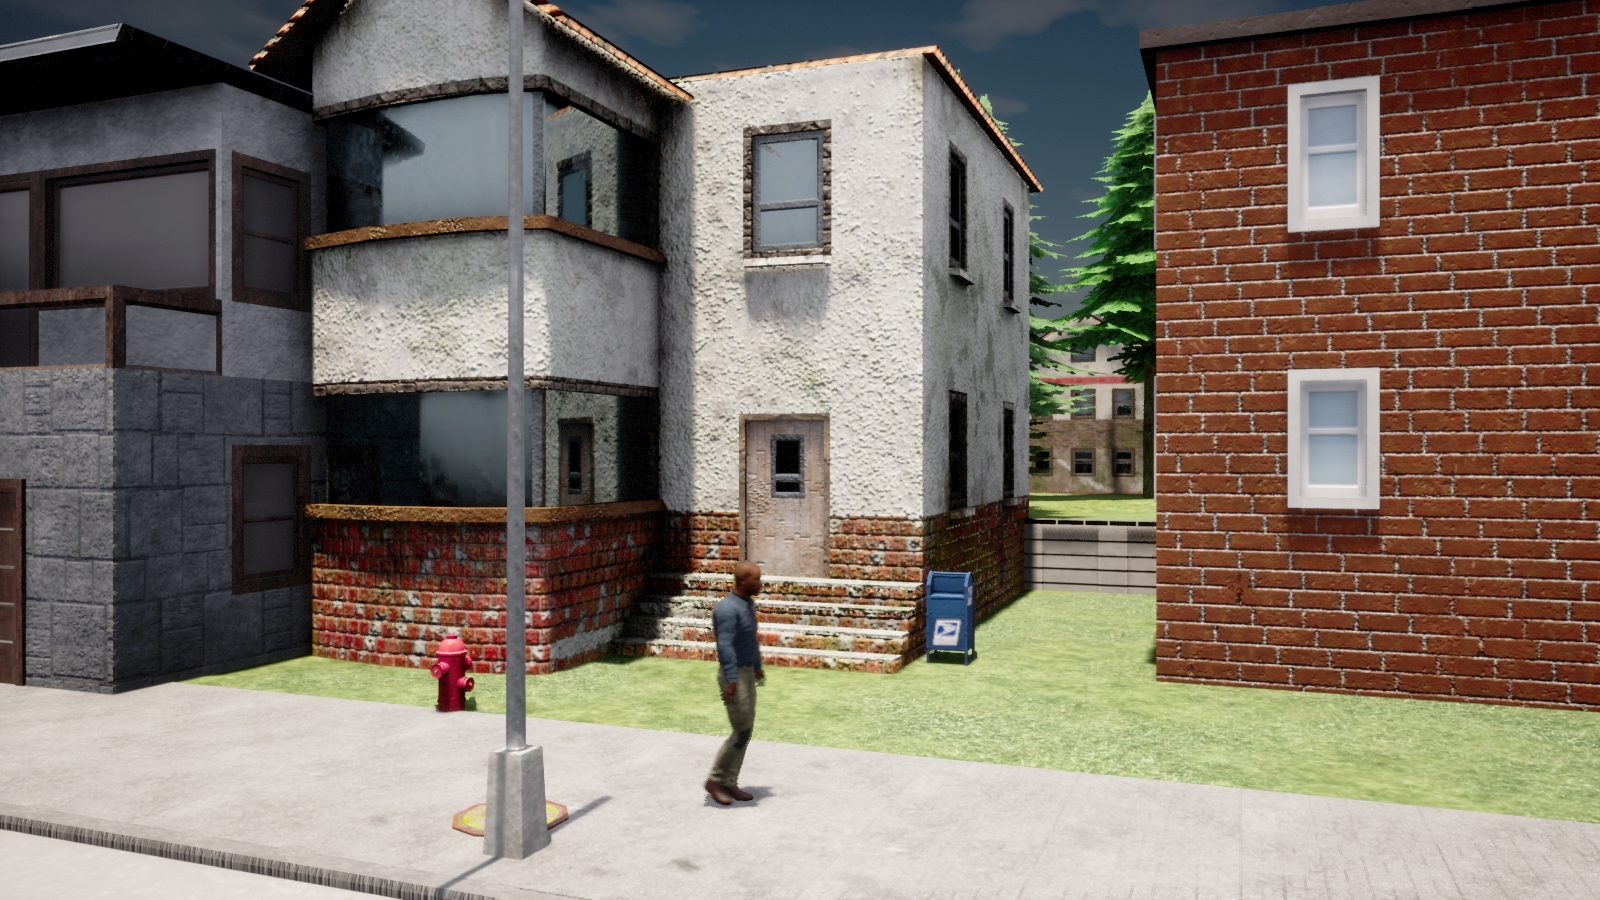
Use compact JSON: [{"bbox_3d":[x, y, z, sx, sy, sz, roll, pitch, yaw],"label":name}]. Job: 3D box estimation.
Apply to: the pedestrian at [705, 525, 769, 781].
[{"bbox_3d":[-0.475,1.516,8.684,0.375,1.860,0.375,0,0,18],"label":"pedestrian"}]
